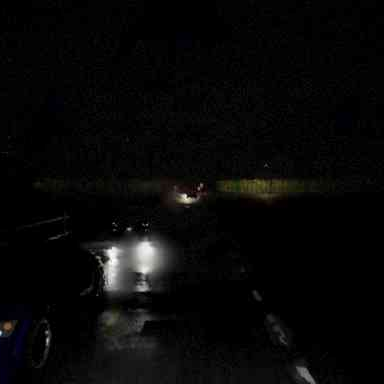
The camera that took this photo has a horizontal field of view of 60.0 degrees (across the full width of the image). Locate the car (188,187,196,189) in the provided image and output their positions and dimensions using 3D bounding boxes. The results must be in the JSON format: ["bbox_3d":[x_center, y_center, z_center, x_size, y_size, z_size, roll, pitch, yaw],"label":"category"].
[{"bbox_3d":[-0.045,-0.063,74.303,2.150,2.045,5.566,0,1,0],"label":"car"}]

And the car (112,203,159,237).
[{"bbox_3d":[-2.759,1.380,17.062,1.837,1.490,4.892,0,1,0],"label":"car"}]

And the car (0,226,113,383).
[{"bbox_3d":[-2.841,1.522,5.367,1.994,1.385,4.181,0,0,0],"label":"car"}]

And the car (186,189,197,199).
[{"bbox_3d":[-0.037,0.650,63.805,2.033,1.411,5.357,0,1,0],"label":"car"}]
